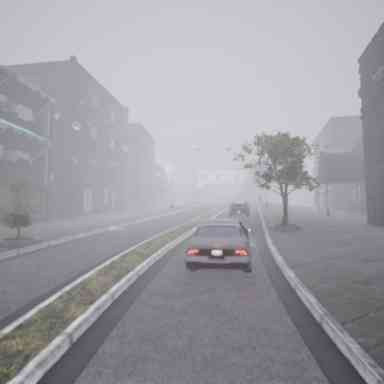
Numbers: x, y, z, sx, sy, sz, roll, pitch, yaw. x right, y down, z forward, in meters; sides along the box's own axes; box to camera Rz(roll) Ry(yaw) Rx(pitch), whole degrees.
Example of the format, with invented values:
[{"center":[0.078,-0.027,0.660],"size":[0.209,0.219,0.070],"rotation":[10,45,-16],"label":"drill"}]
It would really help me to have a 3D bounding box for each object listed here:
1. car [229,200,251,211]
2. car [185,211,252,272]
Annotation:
[{"center":[4.734,1.531,32.855],"size":[1.837,1.490,4.892],"rotation":[-1,0,11],"label":"car"},{"center":[0.954,1.571,10.847],"size":[2.033,1.411,5.357],"rotation":[-1,0,8],"label":"car"}]
